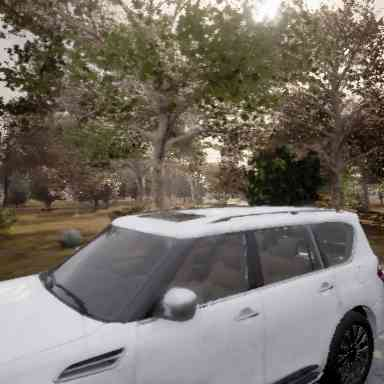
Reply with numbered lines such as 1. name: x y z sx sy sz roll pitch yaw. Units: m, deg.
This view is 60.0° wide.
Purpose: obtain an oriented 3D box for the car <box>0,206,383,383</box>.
1. car: -0.058 1.222 3.644 5.566 2.045 2.150 0 0 -35
